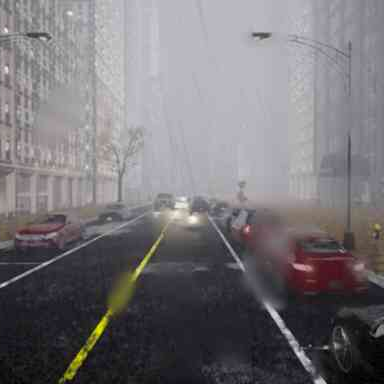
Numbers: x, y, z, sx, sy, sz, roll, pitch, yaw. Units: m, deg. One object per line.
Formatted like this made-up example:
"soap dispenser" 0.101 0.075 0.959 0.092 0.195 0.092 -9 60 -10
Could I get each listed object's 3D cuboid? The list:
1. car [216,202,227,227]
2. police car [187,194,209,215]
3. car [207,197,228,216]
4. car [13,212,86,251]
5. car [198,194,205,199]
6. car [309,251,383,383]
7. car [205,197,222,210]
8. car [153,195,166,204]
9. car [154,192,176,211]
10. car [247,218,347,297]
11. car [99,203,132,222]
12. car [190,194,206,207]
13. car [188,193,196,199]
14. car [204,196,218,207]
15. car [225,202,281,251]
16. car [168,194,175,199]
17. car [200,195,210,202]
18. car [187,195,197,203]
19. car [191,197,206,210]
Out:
"car" 2.678 1.500 19.520 1.947 1.339 4.313 -1 0 0
"police car" 0.599 1.315 32.133 1.930 1.638 5.238 0 0 -5
"car" 2.676 1.461 30.806 1.947 1.339 4.313 -1 0 0
"car" -5.701 1.535 13.876 1.802 1.307 4.206 -1 0 0
"car" 2.663 1.217 92.875 2.008 1.369 4.403 -1 0 0
"car" 2.682 1.557 2.592 1.947 1.339 4.313 -1 0 0
"car" 2.673 1.400 42.091 1.887 1.381 4.507 -1 0 0
"car" -5.711 1.345 59.006 2.008 1.369 4.403 -1 0 0
"car" -3.099 1.087 38.624 2.150 2.045 5.566 0 1 0
"car" 2.680 1.554 8.235 1.802 1.307 4.206 -1 0 0
"car" -5.704 1.480 25.159 1.947 1.339 4.313 -1 0 0
"car" 0.837 1.186 48.036 2.097 1.767 4.553 0 0 0
"car" -0.019 1.101 87.060 1.994 1.385 4.181 0 0 0
"car" 2.672 1.360 47.903 1.752 1.417 4.829 -1 0 0
"car" 2.678 1.393 13.877 1.967 1.590 4.097 -1 0 0
"car" -5.718 1.192 92.685 1.752 1.417 4.829 -1 0 0
"car" 2.667 1.298 70.305 1.887 1.381 4.507 -1 0 0
"car" -0.015 1.332 66.402 1.994 1.385 4.181 0 0 0
"car" 0.810 1.361 42.067 1.837 1.490 4.892 0 0 0
